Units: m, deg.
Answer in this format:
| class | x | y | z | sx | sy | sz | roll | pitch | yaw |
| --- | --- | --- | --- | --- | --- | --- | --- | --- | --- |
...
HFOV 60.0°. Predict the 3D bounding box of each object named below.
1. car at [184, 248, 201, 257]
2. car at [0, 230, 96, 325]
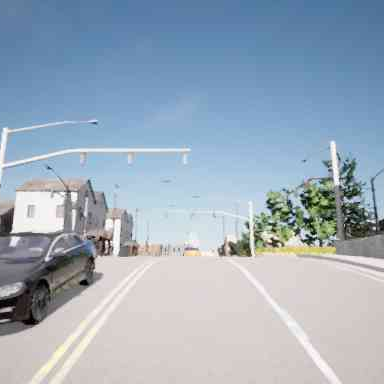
| class | x | y | z | sx | sy | sz | roll | pitch | yaw |
| --- | --- | --- | --- | --- | --- | --- | --- | --- | --- |
| car | 0.116 | 8.031 | 42.926 | 2.097 | 1.767 | 4.553 | 0 | -12 | 0 |
| car | -3.574 | 1.636 | 7.393 | 2.128 | 1.511 | 4.902 | 0 | -3 | 0 |
